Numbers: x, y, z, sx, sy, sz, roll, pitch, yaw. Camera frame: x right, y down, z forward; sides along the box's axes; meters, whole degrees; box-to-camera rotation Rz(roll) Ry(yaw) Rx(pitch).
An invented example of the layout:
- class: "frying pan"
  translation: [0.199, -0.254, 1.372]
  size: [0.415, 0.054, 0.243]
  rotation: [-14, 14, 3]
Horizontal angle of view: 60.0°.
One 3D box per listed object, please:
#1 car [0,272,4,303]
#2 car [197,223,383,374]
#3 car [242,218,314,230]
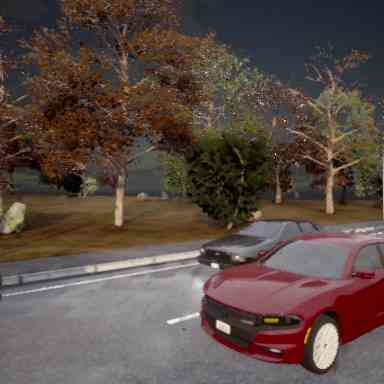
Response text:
- class: "car"
  translation: [-5.623, 1.263, 4.284]
  size: [5.566, 2.045, 2.150]
  rotation: [0, 0, -36]
- class: "car"
  translation: [2.406, 1.481, 5.825]
  size: [5.008, 1.535, 1.882]
  rotation: [0, 0, -37]
- class: "car"
  translation: [2.732, 1.562, 10.432]
  size: [5.357, 1.411, 2.033]
  rotation: [0, 0, -37]
